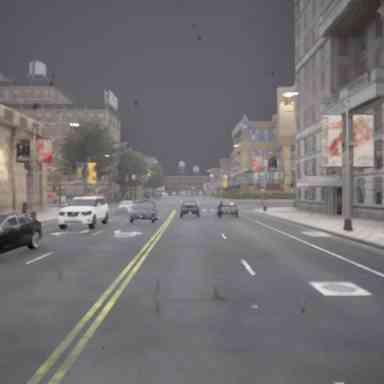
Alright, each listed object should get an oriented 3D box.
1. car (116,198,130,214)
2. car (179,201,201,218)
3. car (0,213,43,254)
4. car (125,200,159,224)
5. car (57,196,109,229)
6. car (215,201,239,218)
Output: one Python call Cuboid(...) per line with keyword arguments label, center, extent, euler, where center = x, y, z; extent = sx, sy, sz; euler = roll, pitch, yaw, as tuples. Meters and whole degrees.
Cuboid(label="car", center=(-7.338, 1.693, 37.934), extent=(1.812, 1.442, 4.674), euler=(0, 0, -1))
Cuboid(label="car", center=(-0.195, 1.626, 32.076), extent=(1.837, 1.490, 4.892), euler=(0, 0, 0))
Cuboid(label="car", center=(-7.160, 1.547, 12.030), extent=(2.128, 1.511, 4.902), euler=(0, 0, 0))
Cuboid(label="car", center=(-3.644, 1.520, 25.957), extent=(1.837, 1.490, 4.892), euler=(0, 0, -1))
Cuboid(label="car", center=(-7.229, 1.318, 22.765), extent=(2.150, 2.045, 5.566), euler=(0, 0, -1))
Cuboid(label="car", center=(3.306, 1.607, 31.970), extent=(2.128, 1.511, 4.902), euler=(0, 0, 0))
